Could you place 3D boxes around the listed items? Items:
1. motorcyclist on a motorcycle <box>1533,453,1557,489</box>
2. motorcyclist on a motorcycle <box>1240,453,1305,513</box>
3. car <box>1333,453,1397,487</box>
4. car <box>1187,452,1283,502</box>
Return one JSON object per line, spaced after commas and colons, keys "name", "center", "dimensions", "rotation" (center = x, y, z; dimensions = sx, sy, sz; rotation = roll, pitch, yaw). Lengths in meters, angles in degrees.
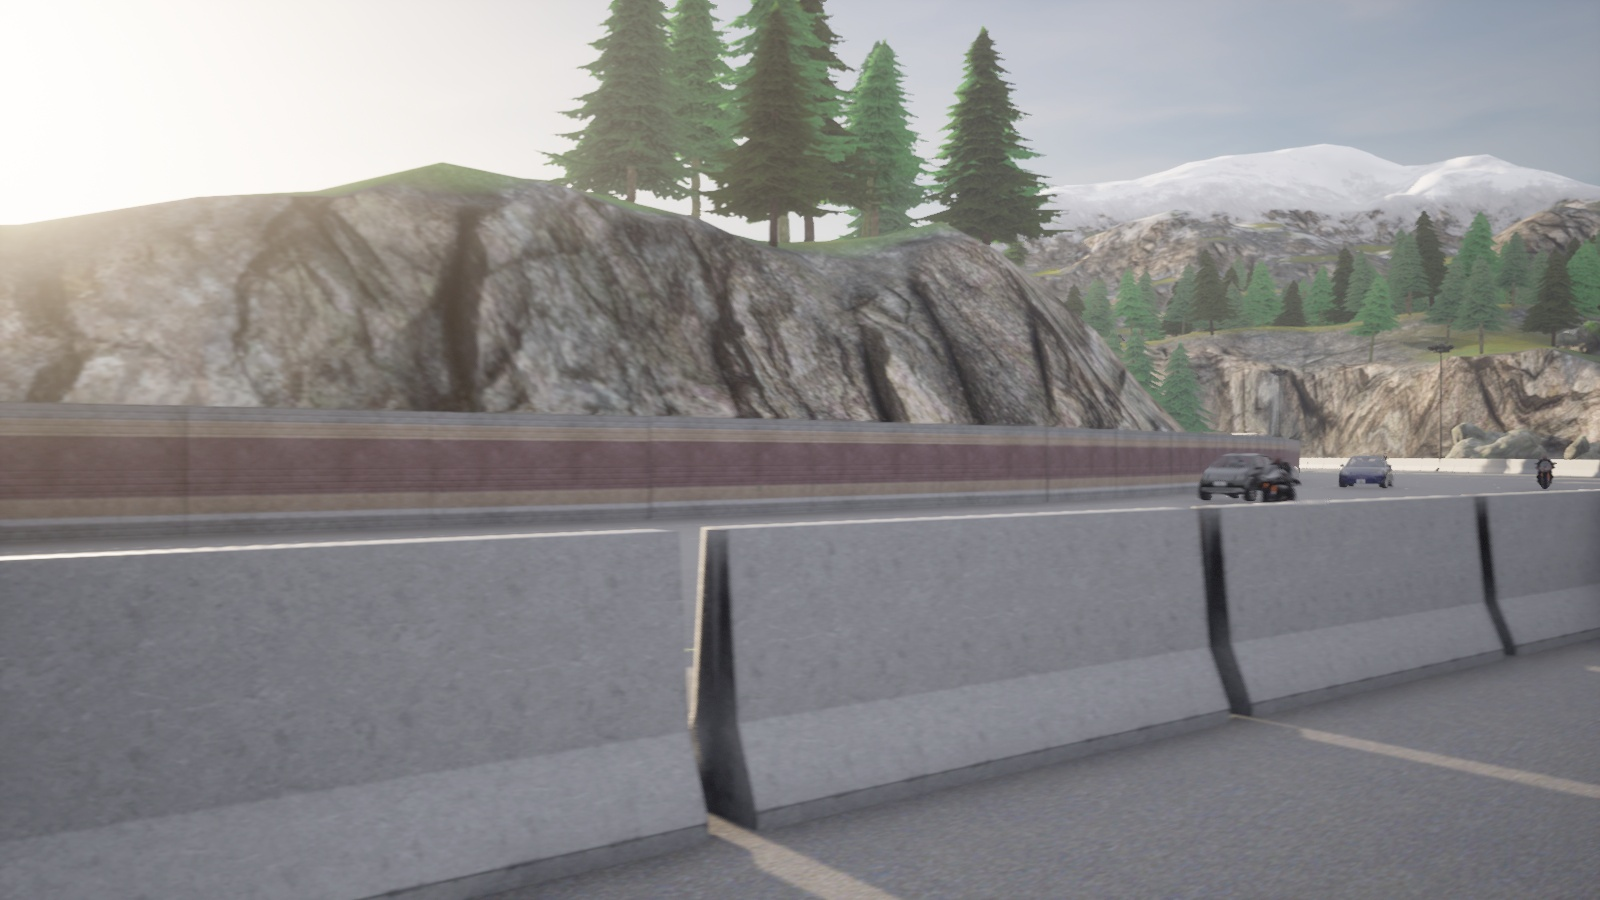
{"name": "motorcyclist on a motorcycle", "center": [32.269, 0.886, 54.412], "dimensions": [0.866, 1.530, 2.191], "rotation": [-1, -1, 30]}
{"name": "motorcyclist on a motorcycle", "center": [12.648, 0.867, 33.593], "dimensions": [0.866, 1.530, 2.191], "rotation": [-1, -1, 42]}
{"name": "car", "center": [25.867, 0.881, 57.433], "dimensions": [2.163, 1.488, 4.792], "rotation": [0, 0, 30]}
{"name": "car", "center": [14.147, 0.832, 40.747], "dimensions": [1.789, 1.549, 3.705], "rotation": [0, 0, 39]}
